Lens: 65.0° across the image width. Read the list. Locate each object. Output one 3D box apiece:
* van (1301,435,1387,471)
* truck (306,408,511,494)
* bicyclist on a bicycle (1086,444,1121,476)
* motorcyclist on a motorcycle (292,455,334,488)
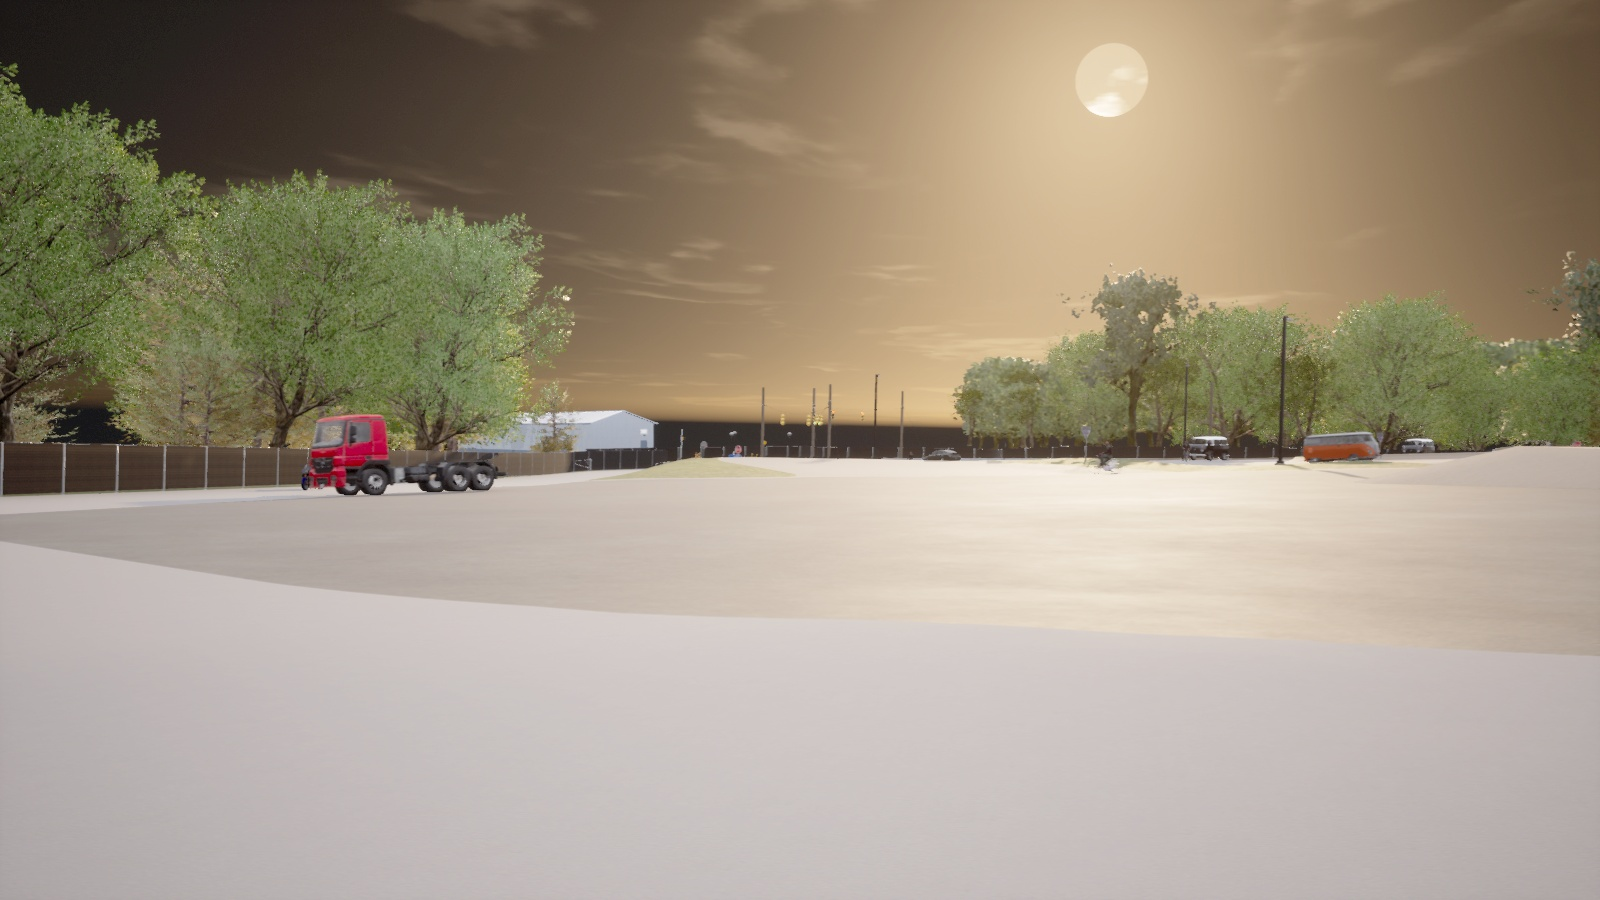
[{"bbox_3d":[33.194,0.211,76.767,1.775,1.987,4.442,0,-3,-37],"label":"van"},{"bbox_3d":[-16.784,0.041,54.283,7.936,3.462,2.891,0,-1,-44],"label":"truck"},{"bbox_3d":[16.641,0.547,68.786,1.843,1.776,0.659,-1,0,14],"label":"bicyclist on a bicycle"},{"bbox_3d":[-23.248,1.032,59.991,0.866,1.530,2.191,2,-1,7],"label":"motorcyclist on a motorcycle"}]
